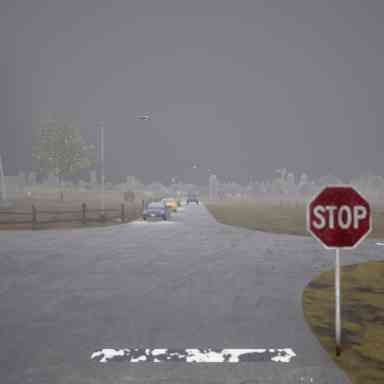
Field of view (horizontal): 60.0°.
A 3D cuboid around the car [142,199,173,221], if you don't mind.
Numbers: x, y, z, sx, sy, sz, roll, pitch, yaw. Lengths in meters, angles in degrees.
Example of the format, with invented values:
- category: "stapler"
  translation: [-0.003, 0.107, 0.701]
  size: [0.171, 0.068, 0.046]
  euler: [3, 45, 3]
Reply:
- category: "car"
  translation: [-2.892, 1.533, 27.753]
  size: [1.812, 1.442, 4.674]
  euler: [0, 0, 2]

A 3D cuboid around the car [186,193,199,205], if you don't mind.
- category: "car"
  translation: [0.108, 1.256, 60.845]
  size: [2.150, 2.045, 5.566]
  euler: [0, 0, 0]

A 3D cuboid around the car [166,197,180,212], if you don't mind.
- category: "car"
  translation: [-2.777, 1.489, 38.538]
  size: [1.882, 1.535, 5.008]
  euler: [0, 0, 0]
